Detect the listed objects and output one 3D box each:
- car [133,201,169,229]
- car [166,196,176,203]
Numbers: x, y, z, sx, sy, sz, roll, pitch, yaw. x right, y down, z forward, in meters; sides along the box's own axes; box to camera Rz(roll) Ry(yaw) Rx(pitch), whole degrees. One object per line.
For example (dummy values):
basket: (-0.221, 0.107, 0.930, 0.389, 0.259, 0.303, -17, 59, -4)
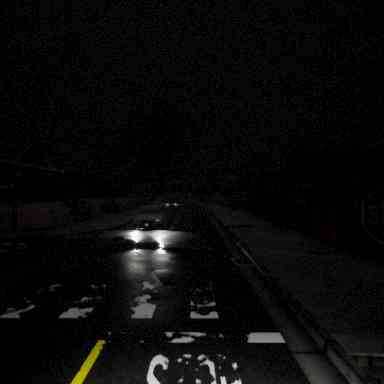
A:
car: (-2.630, 1.593, 21.688, 1.812, 1.442, 4.674, 0, 1, 0)
car: (-4.304, 1.553, 69.126, 1.882, 1.535, 5.008, 0, 0, -7)
